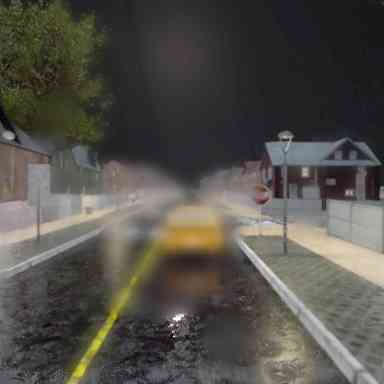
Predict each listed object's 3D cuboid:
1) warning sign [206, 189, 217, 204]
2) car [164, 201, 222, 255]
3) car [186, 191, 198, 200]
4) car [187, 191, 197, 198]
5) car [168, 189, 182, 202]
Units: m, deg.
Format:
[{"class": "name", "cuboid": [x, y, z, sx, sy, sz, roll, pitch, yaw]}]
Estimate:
[{"class": "warning sign", "cuboid": [2.484, 0.615, 43.207, 1.300, 1.860, 1.060, -2, -1, 0]}, {"class": "car", "cuboid": [0.041, 1.324, 12.593, 1.882, 1.535, 5.008, 0, 1, 1]}, {"class": "car", "cuboid": [0.029, 0.781, 64.552, 1.837, 1.490, 4.892, 0, 0, 0]}, {"class": "car", "cuboid": [-0.013, 0.523, 76.390, 2.128, 1.511, 4.902, 0, 1, 0]}, {"class": "car", "cuboid": [-2.816, 0.579, 56.573, 2.150, 2.045, 5.566, 0, 1, 0]}]
